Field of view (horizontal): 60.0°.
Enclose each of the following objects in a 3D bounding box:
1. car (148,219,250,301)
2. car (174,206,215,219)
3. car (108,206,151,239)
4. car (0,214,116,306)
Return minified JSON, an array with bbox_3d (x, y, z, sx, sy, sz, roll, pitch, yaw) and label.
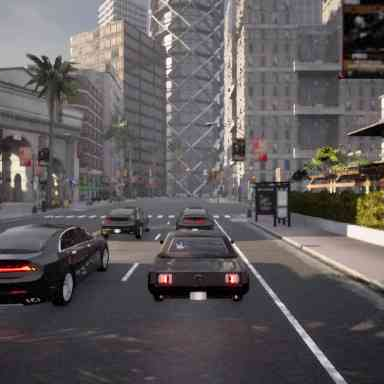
[{"bbox_3d":[0.122,1.601,8.262,1.895,1.301,4.718,0,0,0],"label":"car"},{"bbox_3d":[0.138,1.505,17.525,1.837,1.490,4.892,0,0,0],"label":"car"},{"bbox_3d":[-3.361,1.505,17.410,1.837,1.490,4.892,0,0,0],"label":"car"},{"bbox_3d":[-3.370,1.505,8.004,1.837,1.490,4.892,0,0,0],"label":"car"}]
